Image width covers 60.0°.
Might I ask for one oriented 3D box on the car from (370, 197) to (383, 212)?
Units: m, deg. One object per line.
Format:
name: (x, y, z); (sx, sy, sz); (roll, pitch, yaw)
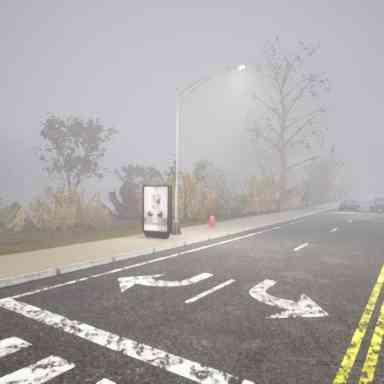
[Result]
car: (21.591, 1.385, 37.996); (2.097, 1.767, 4.553); (0, 0, 31)

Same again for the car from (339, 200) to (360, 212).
car: (18.778, 1.594, 39.625); (1.994, 1.385, 4.181); (0, 0, 31)
